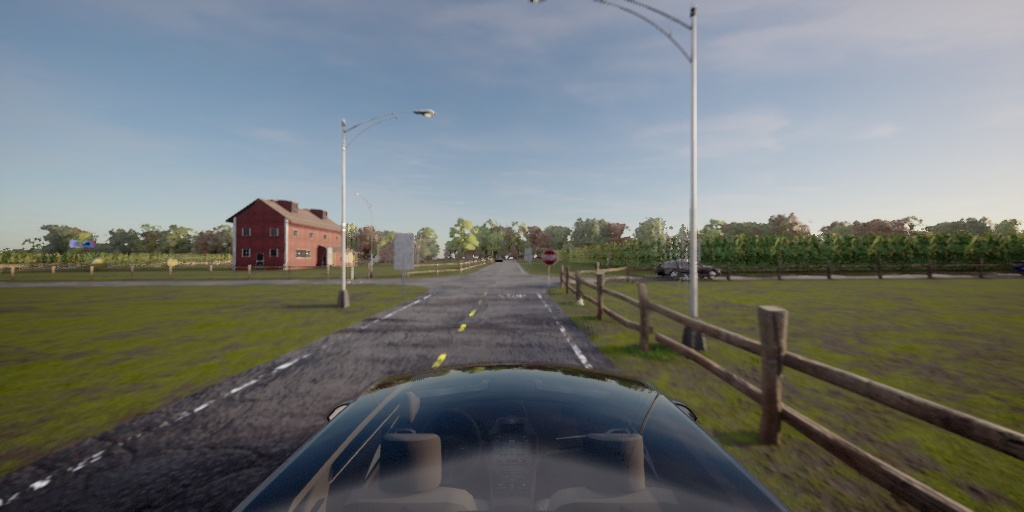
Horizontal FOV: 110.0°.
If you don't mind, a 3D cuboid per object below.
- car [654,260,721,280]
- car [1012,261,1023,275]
[{"bbox_3d":[13.883,1.082,28.448,4.892,1.490,1.837,-1,-1,0],"label":"car"},{"bbox_3d":[43.189,0.795,28.492,5.008,1.535,1.882,0,-1,0],"label":"car"}]
